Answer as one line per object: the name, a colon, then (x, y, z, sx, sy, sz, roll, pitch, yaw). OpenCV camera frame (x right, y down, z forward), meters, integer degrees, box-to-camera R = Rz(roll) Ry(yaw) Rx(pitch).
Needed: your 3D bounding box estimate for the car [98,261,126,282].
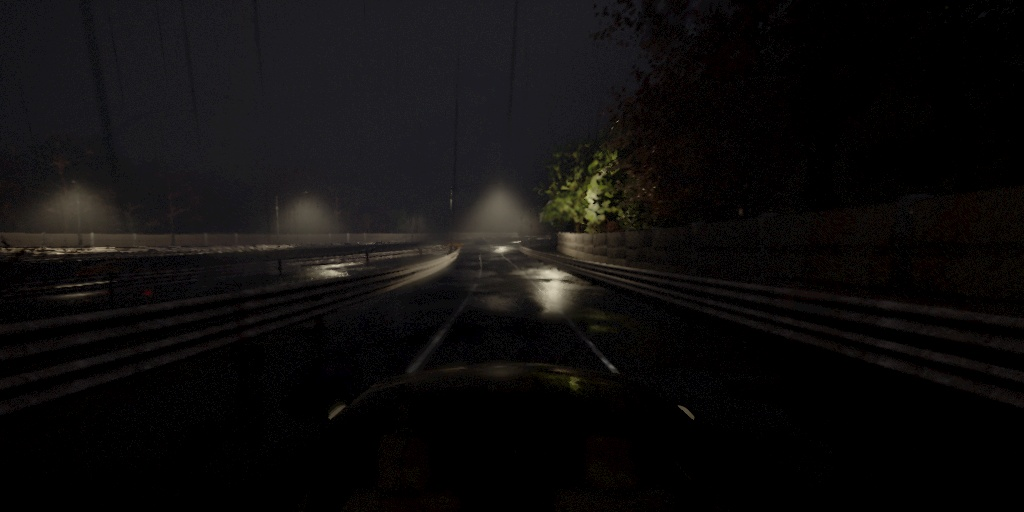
car: (-28.560, 1.238, 28.271, 1.895, 1.301, 4.718, 1, 4, 20)

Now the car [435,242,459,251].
car: (-11.864, -1.306, 63.835, 1.994, 1.385, 4.181, 2, 4, 20)

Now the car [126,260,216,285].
car: (-25.263, 1.048, 27.078, 2.097, 1.767, 4.553, 1, 4, 20)

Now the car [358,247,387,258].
car: (-19.983, -0.512, 51.894, 1.837, 1.490, 4.892, 1, 4, 20)

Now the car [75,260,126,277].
car: (-31.889, 1.065, 29.336, 1.882, 1.535, 5.008, 1, 4, 20)
